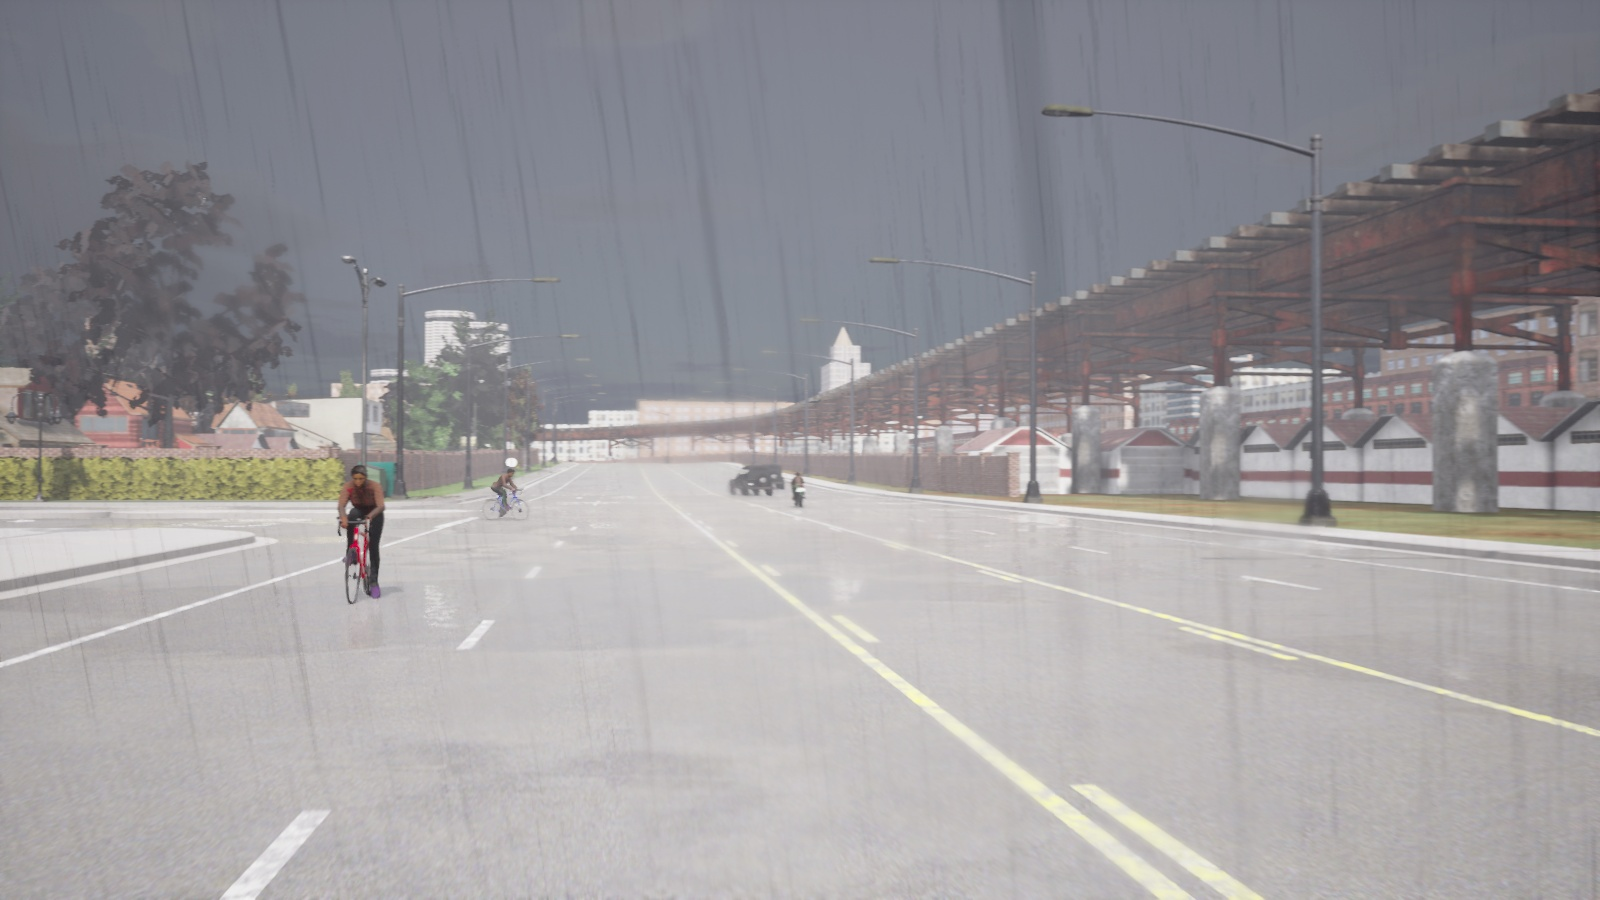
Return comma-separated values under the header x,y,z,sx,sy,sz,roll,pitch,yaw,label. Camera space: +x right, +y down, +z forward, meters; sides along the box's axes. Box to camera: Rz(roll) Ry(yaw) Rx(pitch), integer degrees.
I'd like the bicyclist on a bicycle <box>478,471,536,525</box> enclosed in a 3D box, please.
x,y,z,sx,sy,sz,roll,pitch,yaw,label
-9.024,1.463,38.652,1.656,1.620,0.582,0,1,17,bicyclist on a bicycle

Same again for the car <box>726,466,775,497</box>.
x,y,z,sx,sy,sz,roll,pitch,yaw,label
-3.107,1.929,78.430,1.905,1.878,3.866,0,-1,-21,car

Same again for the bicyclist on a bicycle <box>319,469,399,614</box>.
x,y,z,sx,sy,sz,roll,pitch,yaw,label
-5.254,1.047,15.034,0.582,1.620,1.656,0,-1,-8,bicyclist on a bicycle

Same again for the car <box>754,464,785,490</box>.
x,y,z,sx,sy,sz,roll,pitch,yaw,label
-2.368,2.036,95.665,1.905,1.878,3.866,0,0,-8,car

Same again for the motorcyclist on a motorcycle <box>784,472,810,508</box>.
x,y,z,sx,sy,sz,roll,pitch,yaw,label
-0.141,1.707,54.295,0.797,1.523,2.044,0,-1,-8,motorcyclist on a motorcycle
